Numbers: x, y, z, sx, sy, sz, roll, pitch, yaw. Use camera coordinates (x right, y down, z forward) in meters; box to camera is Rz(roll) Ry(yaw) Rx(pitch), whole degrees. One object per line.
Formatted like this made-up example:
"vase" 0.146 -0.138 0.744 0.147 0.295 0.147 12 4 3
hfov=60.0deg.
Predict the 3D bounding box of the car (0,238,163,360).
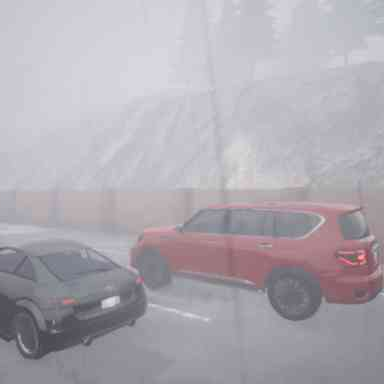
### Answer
"car" -2.807 1.566 6.015 4.181 1.385 1.994 0 0 36

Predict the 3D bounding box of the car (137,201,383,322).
"car" 1.106 1.225 7.504 5.566 2.045 2.150 0 0 36
